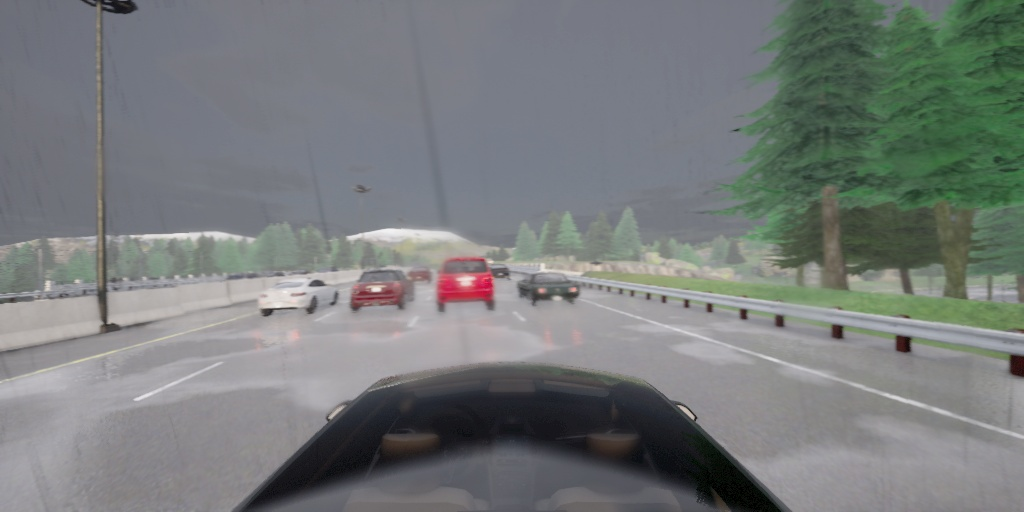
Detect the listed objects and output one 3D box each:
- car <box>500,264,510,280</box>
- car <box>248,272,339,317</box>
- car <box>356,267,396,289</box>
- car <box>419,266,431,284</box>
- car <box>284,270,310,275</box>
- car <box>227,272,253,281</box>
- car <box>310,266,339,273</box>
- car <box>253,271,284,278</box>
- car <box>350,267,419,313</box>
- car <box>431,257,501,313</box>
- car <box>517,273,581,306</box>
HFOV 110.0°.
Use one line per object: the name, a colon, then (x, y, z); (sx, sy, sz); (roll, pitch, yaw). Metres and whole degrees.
car: (-1.384, 1.470, 33.912); (1.882, 1.535, 5.008); (-2, 0, -9)
car: (-9.100, 1.661, 15.603); (1.812, 1.442, 4.674); (-2, -1, -10)
car: (-11.505, 1.798, 30.683); (2.128, 1.511, 4.902); (-2, 0, -9)
car: (-8.292, 1.690, 32.796); (1.882, 1.535, 5.008); (-2, 0, -9)
car: (-28.716, 2.556, 48.878); (1.994, 1.385, 4.181); (-2, 0, -9)
car: (-35.621, 2.814, 47.834); (1.895, 1.301, 4.718); (-2, 0, -9)
car: (-25.182, 2.227, 48.859); (2.097, 1.767, 4.553); (-2, -1, -9)
car: (-32.130, 2.663, 48.087); (1.994, 1.385, 4.181); (-2, 0, -9)
car: (-5.655, 1.375, 16.180); (2.097, 1.767, 4.553); (-2, 0, -9)
car: (-1.960, 1.111, 15.114); (2.150, 2.045, 5.566); (-2, -1, -8)
car: (1.441, 1.392, 16.127); (1.895, 1.301, 4.718); (-2, 0, -9)
